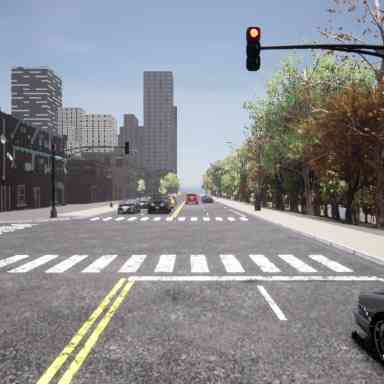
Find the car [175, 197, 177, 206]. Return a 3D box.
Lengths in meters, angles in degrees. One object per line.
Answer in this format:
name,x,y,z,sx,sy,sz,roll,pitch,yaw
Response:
car,-3.427,1.462,45.890,1.882,1.535,5.008,0,0,0

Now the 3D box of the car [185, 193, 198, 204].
car,-0.028,1.200,62.209,2.150,2.045,5.566,0,0,0

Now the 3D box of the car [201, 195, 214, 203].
car,3.222,1.539,65.873,1.994,1.385,4.181,0,0,0

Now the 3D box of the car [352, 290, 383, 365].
car,3.345,1.547,2.555,2.033,1.411,5.357,0,0,0

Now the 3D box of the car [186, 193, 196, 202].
car,-0.150,1.194,75.712,2.150,2.045,5.566,0,0,0

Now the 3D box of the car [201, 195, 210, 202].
car,3.101,1.447,75.901,1.882,1.535,5.008,0,0,0

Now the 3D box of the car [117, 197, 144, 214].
car,-6.662,1.480,35.566,2.128,1.511,4.902,0,0,0

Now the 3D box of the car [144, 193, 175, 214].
car,-3.422,1.210,35.892,2.150,2.045,5.566,0,0,1

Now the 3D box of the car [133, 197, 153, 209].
car,-6.676,1.476,45.967,2.128,1.511,4.902,0,0,0

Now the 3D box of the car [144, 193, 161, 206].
car,-6.695,1.201,56.655,2.150,2.045,5.566,0,0,1
